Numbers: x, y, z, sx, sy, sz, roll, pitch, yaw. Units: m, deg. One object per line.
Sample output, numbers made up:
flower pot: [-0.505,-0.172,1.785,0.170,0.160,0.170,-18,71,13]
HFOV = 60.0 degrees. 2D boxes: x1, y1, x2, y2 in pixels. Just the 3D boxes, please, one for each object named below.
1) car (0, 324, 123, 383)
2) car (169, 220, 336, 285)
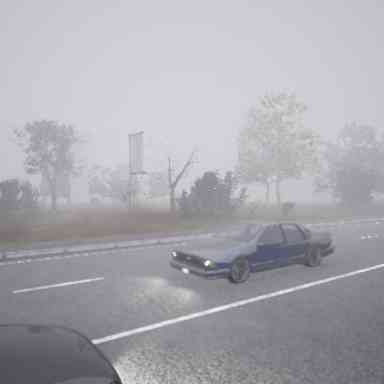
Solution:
car: [-2.460,1.564,1.992,4.181,1.385,1.994,0,0,-36]
car: [2.010,1.547,9.727,5.357,1.411,2.033,0,0,-36]
